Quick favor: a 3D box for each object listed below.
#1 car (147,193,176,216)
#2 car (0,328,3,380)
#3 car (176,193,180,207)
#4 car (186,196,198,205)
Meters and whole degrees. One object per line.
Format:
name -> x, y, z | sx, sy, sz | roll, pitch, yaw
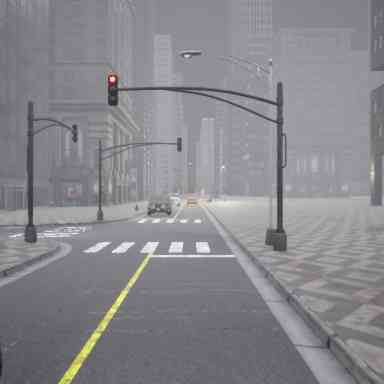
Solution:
car -> -3.091, 1.216, 32.955 | 2.150, 2.045, 5.566 | 0, 1, 0
car -> -3.100, 1.352, 1.686 | 2.097, 1.767, 4.553 | 0, 0, 0
car -> -3.073, 1.229, 52.503 | 2.150, 2.045, 5.566 | 0, 0, 0
car -> 0.007, 1.489, 57.641 | 1.882, 1.535, 5.008 | 0, 0, 0
